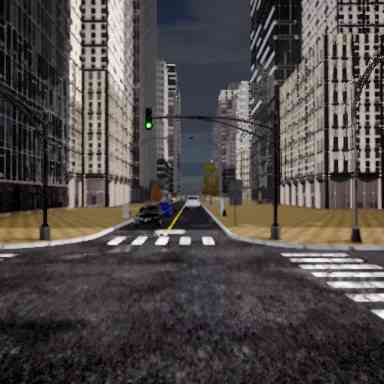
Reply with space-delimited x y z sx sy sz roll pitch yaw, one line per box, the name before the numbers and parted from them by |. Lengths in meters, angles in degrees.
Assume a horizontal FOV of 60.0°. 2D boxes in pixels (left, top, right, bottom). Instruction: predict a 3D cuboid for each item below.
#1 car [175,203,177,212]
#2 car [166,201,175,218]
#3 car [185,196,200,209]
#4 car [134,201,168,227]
car | -3.076 1.905 44.047 1.994 1.385 4.181 0 0 0
car | -3.084 1.746 34.171 1.882 1.535 5.008 0 0 0
car | 0.118 1.615 52.125 2.150 2.045 5.566 0 0 0
car | -3.091 1.703 24.648 1.837 1.490 4.892 0 0 0
